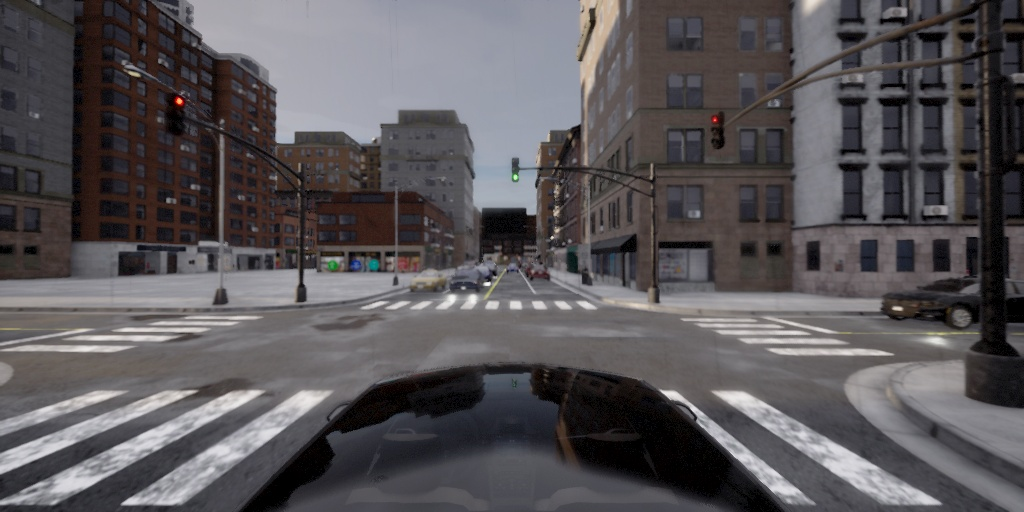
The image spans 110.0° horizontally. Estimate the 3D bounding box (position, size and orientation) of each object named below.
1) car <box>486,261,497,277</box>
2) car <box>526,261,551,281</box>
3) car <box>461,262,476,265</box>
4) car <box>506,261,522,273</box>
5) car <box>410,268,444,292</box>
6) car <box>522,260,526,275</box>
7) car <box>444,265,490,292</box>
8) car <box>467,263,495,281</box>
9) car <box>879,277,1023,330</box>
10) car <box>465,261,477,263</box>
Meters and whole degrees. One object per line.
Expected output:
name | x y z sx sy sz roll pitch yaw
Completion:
car | -2.828 1.695 44.300 1.882 1.535 5.008 0 -1 0
car | 2.642 1.555 34.991 1.967 1.591 4.097 0 0 0
car | -5.382 1.727 40.654 2.007 1.370 4.403 0 0 0
car | 0.105 1.880 54.781 2.033 1.411 5.357 0 -1 1
car | -5.385 1.516 23.499 1.751 1.417 4.829 0 0 0
car | 2.643 1.492 40.653 2.192 1.841 5.009 0 0 0
car | -2.846 1.539 23.760 2.033 1.411 5.357 0 -1 0
car | -2.847 1.628 33.810 1.812 1.442 4.674 0 -1 0
car | 14.774 1.417 11.468 5.008 1.535 1.882 0 -1 -1
car | -5.382 1.554 46.316 2.192 1.841 5.009 0 0 0
